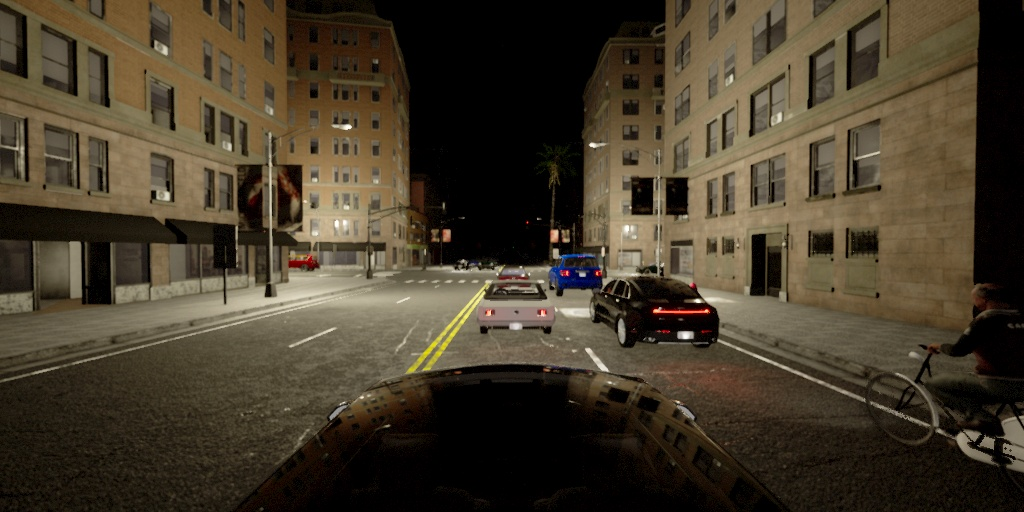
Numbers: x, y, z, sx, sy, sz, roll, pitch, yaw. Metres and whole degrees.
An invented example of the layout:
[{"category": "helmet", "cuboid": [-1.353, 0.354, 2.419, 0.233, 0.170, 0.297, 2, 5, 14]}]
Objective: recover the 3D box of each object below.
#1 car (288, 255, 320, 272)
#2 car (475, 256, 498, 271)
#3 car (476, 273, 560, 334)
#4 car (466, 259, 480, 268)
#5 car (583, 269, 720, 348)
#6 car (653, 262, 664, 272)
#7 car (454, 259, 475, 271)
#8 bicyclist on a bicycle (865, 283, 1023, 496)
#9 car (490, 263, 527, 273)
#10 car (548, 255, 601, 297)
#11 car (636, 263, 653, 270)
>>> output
[{"category": "car", "cuboid": [-23.931, 0.818, 39.463, 5.009, 1.841, 2.192, 0, 0, -9]}, {"category": "car", "cuboid": [-3.390, 1.065, 47.998, 2.097, 1.767, 4.553, 0, 0, 0]}, {"category": "car", "cuboid": [0.093, 1.345, 10.547, 1.895, 1.301, 4.718, 0, 0, 0]}, {"category": "car", "cuboid": [-6.627, 1.241, 61.624, 1.812, 1.442, 4.674, 0, 0, 0]}, {"category": "car", "cuboid": [3.297, 1.250, 9.204, 1.837, 1.490, 4.892, 0, 0, 0]}, {"category": "car", "cuboid": [16.177, 1.498, 34.008, 4.313, 1.339, 1.948, 0, 0, 0]}, {"category": "car", "cuboid": [-6.641, 1.208, 48.314, 2.128, 1.511, 4.902, 0, 0, 0]}, {"category": "bicyclist on a bicycle", "cuboid": [4.143, 1.119, 3.297, 0.659, 1.776, 1.843, 0, 0, 0]}, {"category": "car", "cuboid": [0.083, 1.286, 20.116, 2.033, 1.411, 5.357, 0, 0, 0]}, {"category": "car", "cuboid": [3.233, 0.961, 19.113, 2.150, 2.045, 5.566, 0, 0, 0]}, {"category": "car", "cuboid": [16.020, 1.407, 39.957, 4.181, 1.385, 1.994, 0, 1, 0]}]
